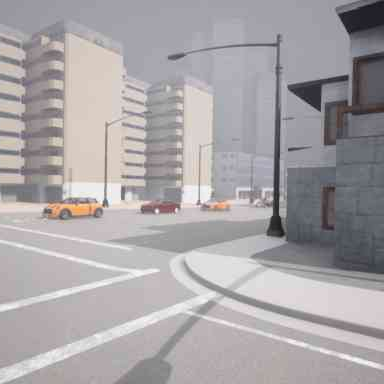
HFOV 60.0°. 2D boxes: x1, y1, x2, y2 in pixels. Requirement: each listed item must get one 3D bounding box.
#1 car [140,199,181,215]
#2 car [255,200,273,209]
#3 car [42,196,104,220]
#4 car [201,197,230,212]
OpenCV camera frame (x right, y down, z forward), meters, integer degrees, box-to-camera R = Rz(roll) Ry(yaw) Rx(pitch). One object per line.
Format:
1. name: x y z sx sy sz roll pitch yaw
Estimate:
1. car: -3.190 1.461 34.335 1.882 1.535 5.008 2 0 36
2. car: 12.123 2.017 55.286 2.128 1.511 4.902 2 0 36
3. car: -9.226 1.172 26.003 2.097 1.767 4.553 2 0 36
4. car: 3.046 1.571 42.911 2.097 1.767 4.553 2 0 36
